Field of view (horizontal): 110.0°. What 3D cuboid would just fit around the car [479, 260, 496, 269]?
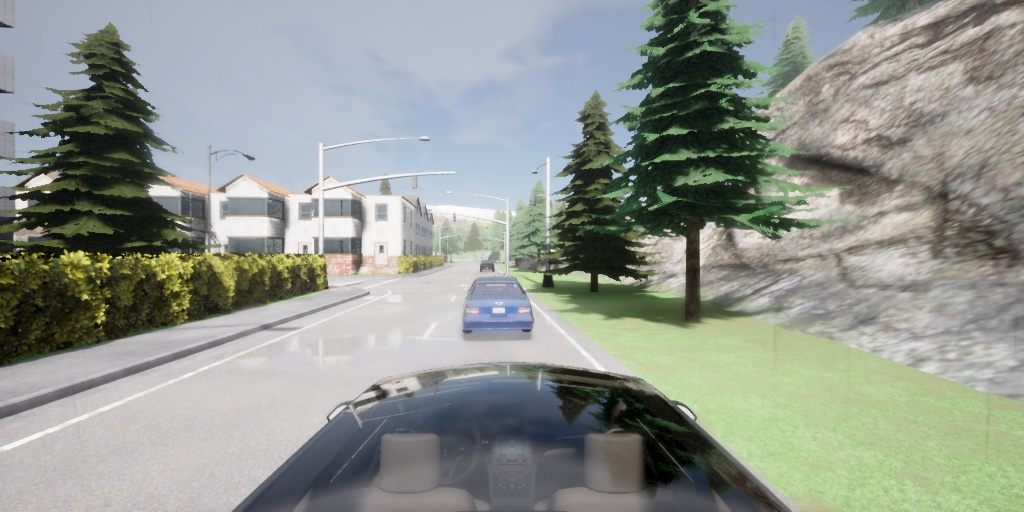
[{"bbox_3d":[-3.185,1.255,46.016,1.837,1.490,4.892,0,0,-4],"label":"car"}]

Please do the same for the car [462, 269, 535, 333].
[{"bbox_3d":[-0.481,1.297,10.737,2.033,1.411,5.357,0,0,-4],"label":"car"}]
